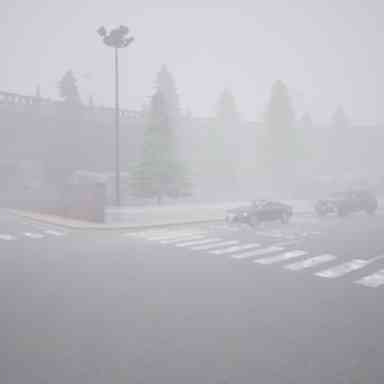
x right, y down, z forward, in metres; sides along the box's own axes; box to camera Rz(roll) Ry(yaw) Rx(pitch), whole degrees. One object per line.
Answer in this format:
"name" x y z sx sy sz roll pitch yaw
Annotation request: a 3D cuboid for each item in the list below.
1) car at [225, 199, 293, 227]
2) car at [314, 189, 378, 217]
"car" 4.104 1.194 20.189 4.902 1.511 2.128 -1 1 -38
"car" 12.100 0.805 25.962 5.566 2.045 2.150 -1 1 -29
